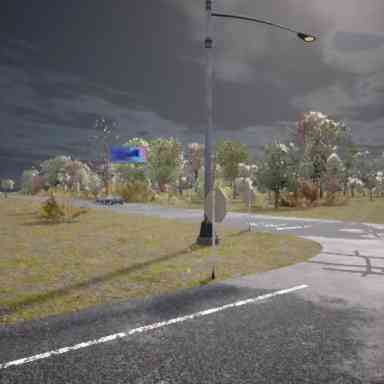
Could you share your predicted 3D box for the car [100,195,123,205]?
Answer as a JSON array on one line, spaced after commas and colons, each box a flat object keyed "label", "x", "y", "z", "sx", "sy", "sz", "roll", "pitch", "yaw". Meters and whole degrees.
[{"label": "car", "x": -13.365, "y": 1.252, "z": 56.504, "sx": 2.097, "sy": 1.767, "sz": 4.553, "roll": 0, "pitch": 0, "yaw": -33}]

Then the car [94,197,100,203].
[{"label": "car", "x": -16.386, "y": 1.491, "z": 60.917, "sx": 1.895, "sy": 1.301, "sz": 4.718, "roll": 0, "pitch": 0, "yaw": -34}]
